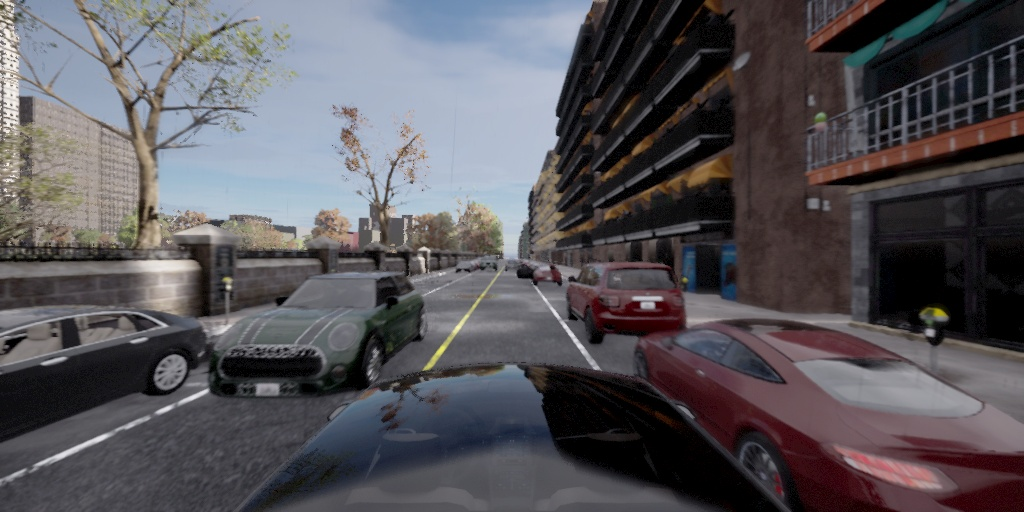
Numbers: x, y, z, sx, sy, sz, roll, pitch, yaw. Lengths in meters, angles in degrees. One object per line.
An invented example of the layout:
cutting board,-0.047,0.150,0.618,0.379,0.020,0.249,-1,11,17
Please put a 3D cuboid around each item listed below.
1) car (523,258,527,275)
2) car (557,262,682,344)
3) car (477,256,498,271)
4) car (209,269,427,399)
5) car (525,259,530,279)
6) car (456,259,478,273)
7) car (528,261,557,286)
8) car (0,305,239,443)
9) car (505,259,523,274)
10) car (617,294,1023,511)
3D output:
car,2.715,1.291,43.298,1.888,1.381,4.507,0,0,0
car,2.696,1.062,9.515,2.192,1.841,5.009,0,0,0
car,-3.052,0.967,48.531,2.150,2.045,5.566,0,0,0
car,-3.096,1.100,6.792,2.097,1.767,4.553,0,0,0
car,2.711,1.296,37.667,2.007,1.370,4.403,0,0,0
car,-5.666,1.312,43.303,1.948,1.339,4.313,0,0,0
car,2.366,1.272,25.225,1.812,1.442,4.674,0,0,0
car,-5.688,1.299,3.890,2.007,1.370,4.403,0,0,0
car,0.052,1.237,47.411,2.128,1.511,4.902,0,0,0
car,2.693,1.331,3.886,1.802,1.307,4.207,0,0,0
